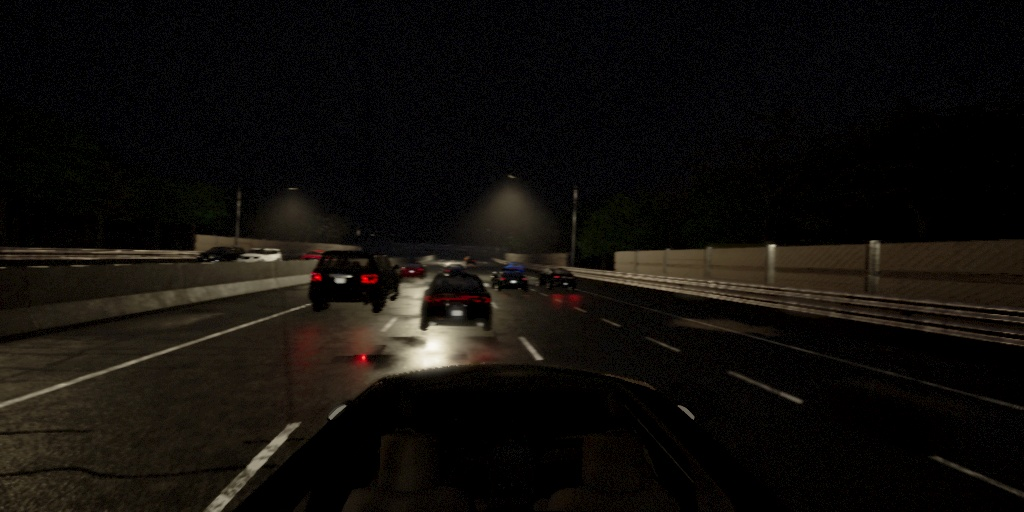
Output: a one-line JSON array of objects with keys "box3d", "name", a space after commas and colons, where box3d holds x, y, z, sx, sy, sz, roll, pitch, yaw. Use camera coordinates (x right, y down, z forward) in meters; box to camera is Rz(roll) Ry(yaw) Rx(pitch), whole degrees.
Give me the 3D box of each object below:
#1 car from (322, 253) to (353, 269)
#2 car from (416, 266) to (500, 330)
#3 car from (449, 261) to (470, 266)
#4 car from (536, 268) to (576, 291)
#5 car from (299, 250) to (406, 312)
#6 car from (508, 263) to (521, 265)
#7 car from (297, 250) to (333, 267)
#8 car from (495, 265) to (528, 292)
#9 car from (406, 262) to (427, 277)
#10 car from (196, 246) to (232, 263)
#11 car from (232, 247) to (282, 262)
[{"box3d": [-21.197, 0.601, 43.714, 2.097, 1.767, 4.553, 2, -1, -9], "name": "car"}, {"box3d": [-1.723, 1.246, 11.175, 1.882, 1.535, 5.008, 2, -1, -9], "name": "car"}, {"box3d": [-5.034, 1.388, 31.921, 1.994, 1.385, 4.181, 2, -1, -9], "name": "car"}, {"box3d": [3.068, 1.597, 25.475, 2.128, 1.511, 4.902, 2, -1, -9], "name": "car"}, {"box3d": [-5.633, 0.848, 13.518, 2.150, 2.045, 5.566, 2, -1, -9], "name": "car"}, {"box3d": [0.254, 1.626, 43.406, 1.882, 1.535, 5.008, 2, 0, -9], "name": "car"}, {"box3d": [-25.069, 0.327, 45.933, 2.150, 2.045, 5.566, 2, -1, -8], "name": "car"}, {"box3d": [-0.226, 1.511, 23.259, 1.994, 1.385, 4.181, 2, -1, -9], "name": "car"}, {"box3d": [-8.452, 1.237, 31.144, 1.994, 1.385, 4.181, 2, -1, -9], "name": "car"}, {"box3d": [-31.010, 0.012, 38.526, 2.150, 2.045, 5.566, 2, -1, -9], "name": "car"}, {"box3d": [-27.622, 0.162, 39.477, 2.150, 2.045, 5.566, 2, -1, -9], "name": "car"}]
